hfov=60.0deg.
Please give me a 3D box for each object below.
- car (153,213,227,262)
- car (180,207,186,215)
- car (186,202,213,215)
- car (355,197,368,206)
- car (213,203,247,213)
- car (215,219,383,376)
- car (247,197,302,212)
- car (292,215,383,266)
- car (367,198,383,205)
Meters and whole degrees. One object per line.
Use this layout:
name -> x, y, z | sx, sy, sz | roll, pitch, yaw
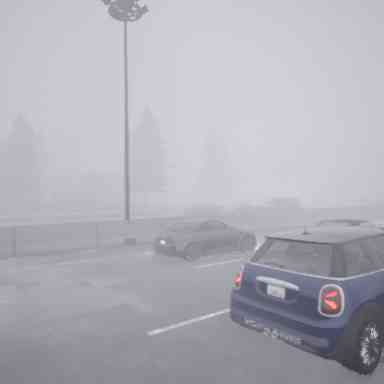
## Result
car -> 0.580, 1.733, 12.946 | 4.181, 1.385, 1.994 | 0, -1, -37
car -> 0.821, 2.008, 39.722 | 4.902, 1.511, 2.128 | 0, -1, -37
car -> 2.108, 2.054, 36.305 | 4.718, 1.301, 1.895 | 0, -1, -37
car -> 33.241, 1.817, 64.042 | 4.892, 1.490, 1.837 | 0, -1, -36
car -> 4.814, 1.909, 33.967 | 4.674, 1.442, 1.812 | 0, -1, -37
car -> 2.867, 1.395, 5.909 | 4.553, 1.767, 2.097 | 0, -1, -37
car -> 8.359, 1.532, 32.272 | 5.566, 2.045, 2.150 | 0, -1, -37
car -> 6.090, 1.688, 12.723 | 4.718, 1.301, 1.895 | 0, -1, -37
car -> 34.523, 1.840, 60.666 | 4.181, 1.385, 1.994 | 0, -1, -36
